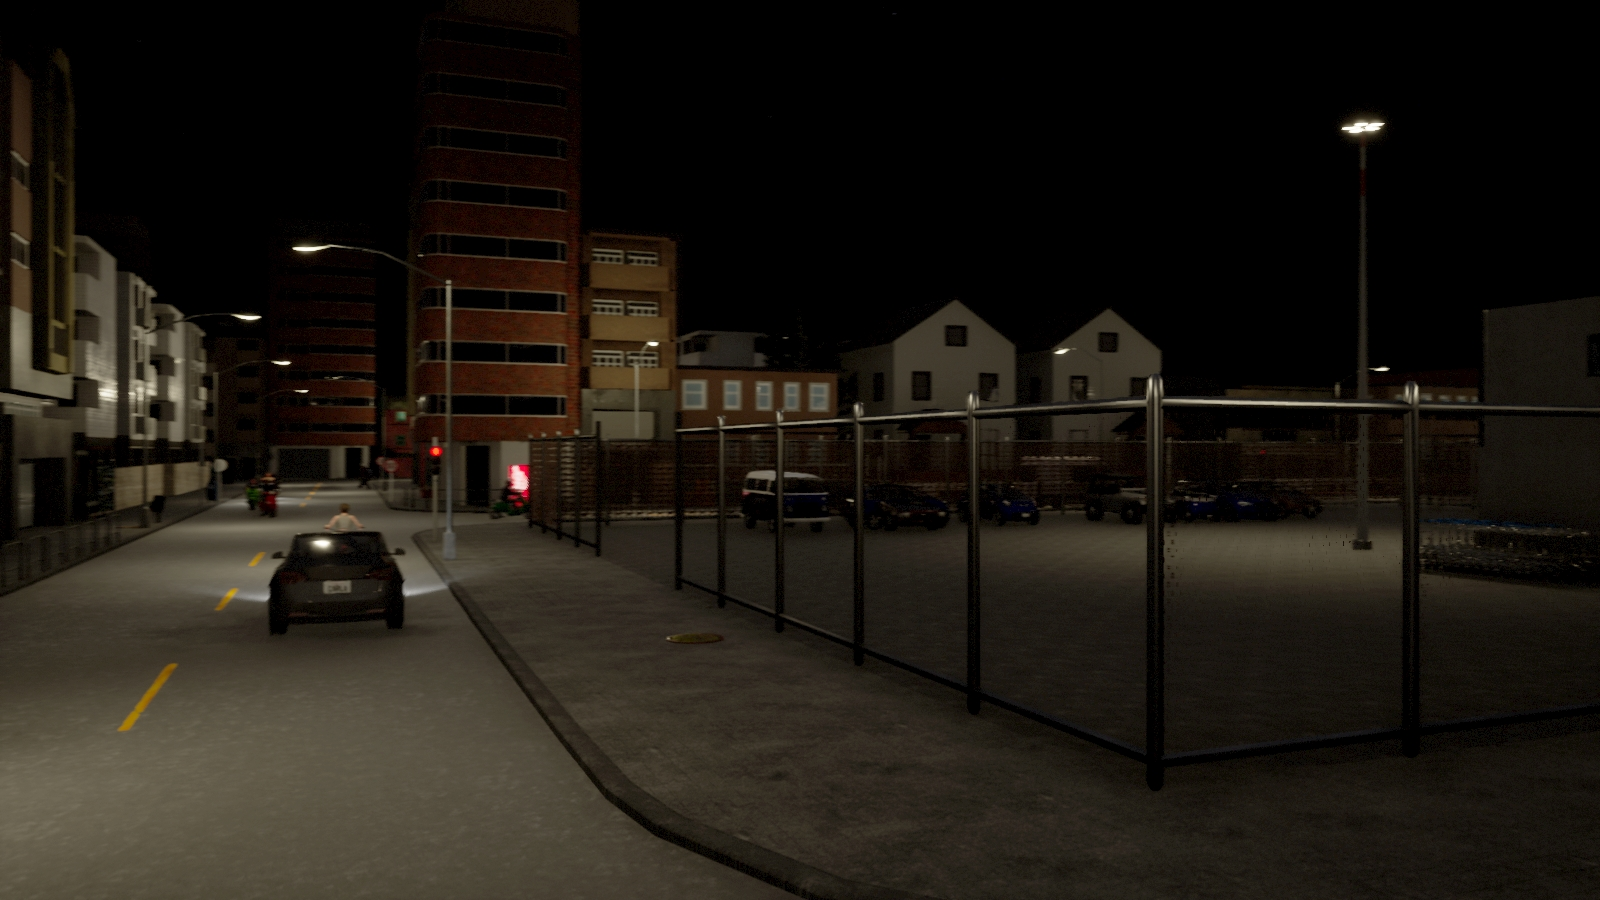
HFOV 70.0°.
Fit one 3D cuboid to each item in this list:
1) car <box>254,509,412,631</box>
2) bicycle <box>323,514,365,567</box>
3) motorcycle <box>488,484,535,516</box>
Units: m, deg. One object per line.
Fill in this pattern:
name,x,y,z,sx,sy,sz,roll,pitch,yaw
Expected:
car,-7.716,1.857,19.059,2.163,1.488,4.792,0,0,-21
bicycle,-10.421,2.055,26.131,0.859,1.080,1.487,0,0,-22
motorcycle,-11.612,1.996,45.958,1.805,1.236,0.856,0,-1,-16
